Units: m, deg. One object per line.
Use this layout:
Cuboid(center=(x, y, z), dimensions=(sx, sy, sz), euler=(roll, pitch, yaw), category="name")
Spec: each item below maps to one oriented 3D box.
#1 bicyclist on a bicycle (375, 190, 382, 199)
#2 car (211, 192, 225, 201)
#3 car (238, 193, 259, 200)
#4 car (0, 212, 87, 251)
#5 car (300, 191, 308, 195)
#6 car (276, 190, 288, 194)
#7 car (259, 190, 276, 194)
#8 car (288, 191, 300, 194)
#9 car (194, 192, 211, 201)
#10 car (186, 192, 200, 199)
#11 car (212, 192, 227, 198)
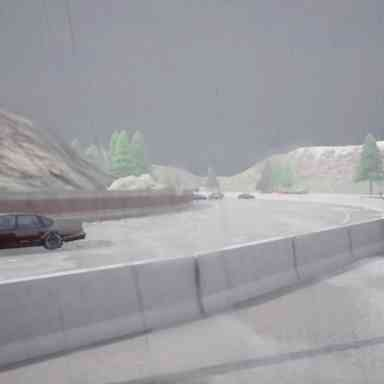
Cuboid(center=(39.201, 0.451, 69.649), dimensions=(1.656, 1.620, 0.582), euler=(21, -5, -15), category="bicyclist on a bicycle")
Cuboid(center=(4.877, 0.988, 68.799), dimensions=(1.812, 1.442, 4.674), euler=(-1, 1, -17), category="car")
Cuboid(center=(11.582, 0.918, 70.811), dimensions=(2.033, 1.411, 5.357), euler=(-1, 1, -17), category="car")
Cuboid(center=(-6.714, 1.467, 12.231), dimensions=(5.357, 1.411, 2.033), euler=(0, 0, -36), category="car")
Cuboid(center=(28.557, 0.420, 87.233), dimensions=(1.994, 1.385, 4.181), euler=(-1, 1, -17), category="car")
Cuboid(center=(21.863, 0.308, 85.180), dimensions=(2.097, 1.767, 4.553), euler=(-1, 1, -17), category="car")
Cuboid(center=(18.512, 0.351, 84.169), dimensions=(2.097, 1.767, 4.553), euler=(-1, 1, -17), category="car")
Cuboid(center=(25.206, 0.434, 86.221), dimensions=(1.812, 1.442, 4.674), euler=(-1, 1, -17), category="car")
Cuboid(center=(1.474, 1.048, 67.961), dimensions=(2.033, 1.411, 5.357), euler=(-1, 1, -17), category="car")
Cuboid(center=(0.305, 0.854, 83.945), dimensions=(2.128, 1.511, 4.902), euler=(-1, 1, -17), category="car")
Cuboid(center=(7.006, 0.768, 85.968), dimensions=(2.128, 1.511, 4.902), euler=(-1, 1, -17), category="car")
